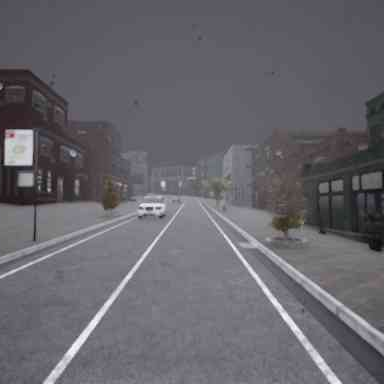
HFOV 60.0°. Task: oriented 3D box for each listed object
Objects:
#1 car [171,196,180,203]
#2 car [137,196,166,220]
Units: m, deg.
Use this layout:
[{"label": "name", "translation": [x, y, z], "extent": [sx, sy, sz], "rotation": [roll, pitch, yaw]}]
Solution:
[{"label": "car", "translation": [-3.489, 1.624, 72.161], "extent": [1.812, 1.442, 4.674], "rotation": [0, 1, 0]}, {"label": "car", "translation": [-3.566, 1.367, 30.520], "extent": [2.150, 2.045, 5.566], "rotation": [0, 0, 0]}]
